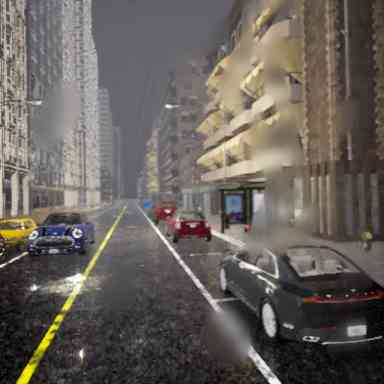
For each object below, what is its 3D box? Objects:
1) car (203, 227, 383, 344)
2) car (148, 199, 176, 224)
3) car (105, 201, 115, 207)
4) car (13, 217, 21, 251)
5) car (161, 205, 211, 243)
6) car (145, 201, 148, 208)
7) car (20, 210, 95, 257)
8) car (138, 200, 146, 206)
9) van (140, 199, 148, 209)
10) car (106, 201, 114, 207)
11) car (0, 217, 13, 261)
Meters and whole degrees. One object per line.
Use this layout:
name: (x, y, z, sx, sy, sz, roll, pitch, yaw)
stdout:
car: (1.734, 1.589, 6.444, 2.008, 1.369, 4.403, -1, -1, -10)
car: (-2.317, 1.701, 28.673, 2.192, 1.841, 5.009, -1, -1, -10)
car: (-20.672, 2.883, 82.734, 1.967, 1.590, 4.097, -1, -1, -10)
car: (-8.502, 1.896, 15.886, 1.752, 1.417, 4.829, -1, -1, -10)
car: (-0.292, 1.651, 17.558, 1.967, 1.590, 4.097, -1, -1, -10)
car: (-4.335, 2.142, 39.783, 1.802, 1.307, 4.206, -1, -1, -10)
car: (-5.521, 1.642, 14.532, 2.097, 1.767, 4.553, -1, -1, -10)
car: (-13.439, 2.917, 89.792, 1.887, 1.381, 4.507, -1, -1, -10)
van: (-8.386, 2.260, 62.011, 1.690, 1.788, 3.998, -1, -1, -10)
car: (-21.680, 3.116, 88.288, 1.802, 1.307, 4.206, -1, -1, -10)
car: (-7.524, 1.726, 10.499, 1.967, 1.590, 4.097, -1, -1, -10)
